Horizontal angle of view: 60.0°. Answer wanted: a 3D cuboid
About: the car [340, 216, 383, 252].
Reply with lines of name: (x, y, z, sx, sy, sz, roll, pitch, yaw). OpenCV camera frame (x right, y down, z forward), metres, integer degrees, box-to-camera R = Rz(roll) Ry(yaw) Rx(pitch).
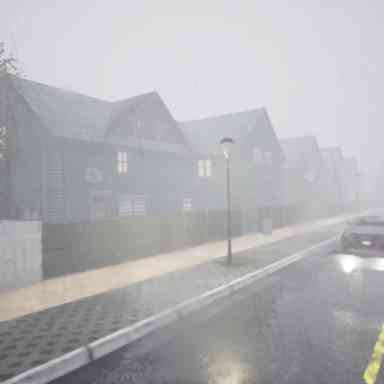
car: (7.560, 1.687, 13.828, 1.994, 1.385, 4.181, -2, -1, 36)
